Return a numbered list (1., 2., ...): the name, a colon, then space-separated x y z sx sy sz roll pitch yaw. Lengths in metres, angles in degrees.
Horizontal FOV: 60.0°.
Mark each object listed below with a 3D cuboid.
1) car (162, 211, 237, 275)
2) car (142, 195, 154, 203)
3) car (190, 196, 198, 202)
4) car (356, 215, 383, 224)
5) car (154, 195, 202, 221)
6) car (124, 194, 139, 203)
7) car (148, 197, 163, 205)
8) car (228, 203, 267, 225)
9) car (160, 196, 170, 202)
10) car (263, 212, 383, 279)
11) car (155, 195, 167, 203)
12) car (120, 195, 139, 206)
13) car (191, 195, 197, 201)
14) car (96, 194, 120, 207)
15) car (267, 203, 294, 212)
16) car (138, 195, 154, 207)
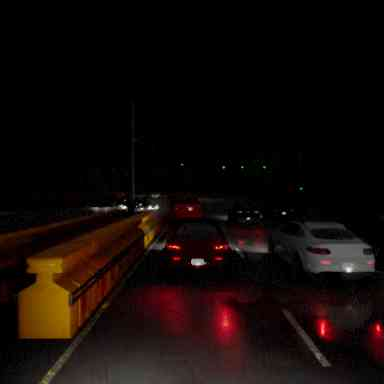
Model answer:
1. car: 0.149 1.551 10.431 1.812 1.442 4.674 0 0 0
2. car: -10.069 1.534 76.654 2.097 1.767 4.553 0 0 0
3. car: 0.485 1.795 85.697 1.895 1.301 4.718 0 0 0
4. car: 7.157 1.578 12.644 2.033 1.411 5.357 0 0 0
5. car: -1.013 1.281 25.446 2.150 2.045 5.566 1 -1 -19
6. car: -13.579 1.400 74.913 2.150 2.045 5.566 0 0 0
7. car: -6.691 1.635 61.703 2.128 1.511 4.902 0 0 1
8. car: 3.723 1.549 24.305 2.128 1.511 4.902 0 0 0
9. car: -6.535 1.731 82.275 2.033 1.411 5.357 0 0 0
10. car: 3.643 1.550 10.013 1.812 1.442 4.674 0 0 0
11. car: -6.598 1.522 71.723 2.097 1.767 4.553 0 0 0
12. car: -10.256 1.695 56.354 1.994 1.385 4.181 0 0 1
13. car: 0.543 1.701 95.637 1.882 1.535 5.008 0 0 0
14. car: -13.782 1.347 54.066 2.150 2.045 5.566 0 0 1
15. car: 7.246 1.630 28.156 1.994 1.385 4.181 0 0 0
16. car: -6.789 1.648 52.436 1.812 1.442 4.674 0 0 0
